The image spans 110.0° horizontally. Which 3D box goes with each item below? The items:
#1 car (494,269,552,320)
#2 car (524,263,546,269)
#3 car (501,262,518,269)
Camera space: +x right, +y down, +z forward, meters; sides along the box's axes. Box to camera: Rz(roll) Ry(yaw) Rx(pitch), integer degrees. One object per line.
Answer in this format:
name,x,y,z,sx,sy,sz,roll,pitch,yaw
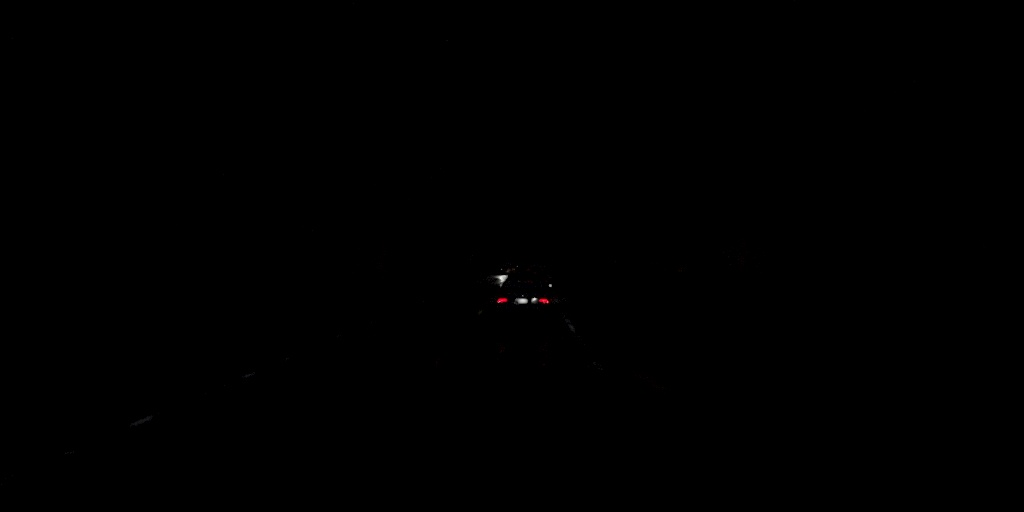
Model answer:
car,0.465,1.357,12.857,2.033,1.411,5.357,0,0,3
car,2.188,1.403,34.267,1.882,1.535,5.008,0,0,5
car,-0.298,1.491,42.392,1.812,1.442,4.674,0,0,5
